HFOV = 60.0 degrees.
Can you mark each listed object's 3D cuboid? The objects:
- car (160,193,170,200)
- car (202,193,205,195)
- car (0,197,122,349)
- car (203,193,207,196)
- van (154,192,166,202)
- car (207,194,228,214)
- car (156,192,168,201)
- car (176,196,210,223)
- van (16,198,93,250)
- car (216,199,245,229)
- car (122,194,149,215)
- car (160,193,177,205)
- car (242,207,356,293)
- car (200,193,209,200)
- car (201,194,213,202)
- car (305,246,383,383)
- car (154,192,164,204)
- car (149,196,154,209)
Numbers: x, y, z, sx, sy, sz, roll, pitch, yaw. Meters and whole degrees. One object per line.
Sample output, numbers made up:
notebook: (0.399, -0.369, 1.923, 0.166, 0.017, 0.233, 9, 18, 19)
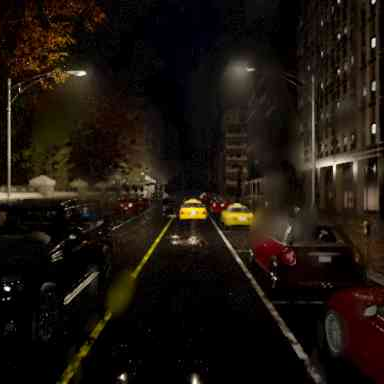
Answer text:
car: (-5.734, 0.944, 70.301, 1.752, 1.417, 4.829, 1, 1, 0)
car: (2.658, 1.112, 53.611, 1.887, 1.381, 4.507, 1, 1, 0)
car: (-3.107, 1.172, 6.525, 2.150, 2.045, 5.566, 0, 0, 0)
car: (2.666, 1.211, 42.376, 1.887, 1.381, 4.507, 1, 0, 0)
van: (-5.723, 0.859, 59.242, 1.690, 1.788, 3.998, 1, 1, 0)
car: (2.676, 1.200, 31.140, 1.967, 1.590, 4.097, 1, 0, 0)
car: (-5.729, 0.908, 64.856, 1.967, 1.590, 4.097, 1, 1, 0)
car: (0.082, 1.277, 23.413, 1.801, 1.575, 5.366, 0, 0, 0)
van: (-5.692, 1.233, 14.333, 1.690, 1.788, 3.998, 1, 0, 0)
car: (2.683, 1.373, 20.076, 1.752, 1.417, 4.829, 1, 0, 0)
car: (-5.703, 1.075, 31.174, 2.192, 1.841, 5.009, 1, 0, 0)
car: (-3.122, 1.222, 47.584, 1.895, 1.301, 4.718, 0, 0, 0)
car: (2.692, 1.374, 8.670, 1.967, 1.590, 4.097, 1, 0, 0)
car: (2.646, 0.940, 70.630, 1.752, 1.417, 4.829, 1, 1, 0)
car: (2.655, 1.063, 59.227, 1.887, 1.381, 4.507, 1, 1, 0)
car: (2.694, 1.558, 3.054, 1.802, 1.307, 4.206, 1, 0, 0)
car: (-5.722, 1.095, 53.461, 1.752, 1.417, 4.829, 1, 1, 0)
car: (-5.710, 1.259, 36.790, 1.887, 1.381, 4.507, 1, 0, 0)
